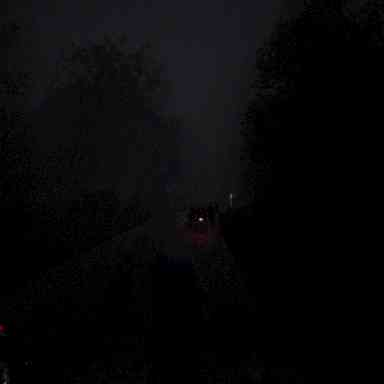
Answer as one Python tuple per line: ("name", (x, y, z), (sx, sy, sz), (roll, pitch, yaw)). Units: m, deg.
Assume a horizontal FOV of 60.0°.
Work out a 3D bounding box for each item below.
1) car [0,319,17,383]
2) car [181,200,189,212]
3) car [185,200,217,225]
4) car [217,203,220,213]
("car", (-2.825, 1.563, 1.761), (1.994, 1.385, 4.181), (0, 0, 0))
("car", (-0.278, 1.865, 44.448), (1.837, 1.490, 4.892), (0, -1, 8))
("car", (0.747, 1.617, 25.146), (1.837, 1.490, 4.892), (0, 0, 3))
("car", (2.480, 1.842, 42.851), (2.128, 1.511, 4.902), (0, -1, 7))
